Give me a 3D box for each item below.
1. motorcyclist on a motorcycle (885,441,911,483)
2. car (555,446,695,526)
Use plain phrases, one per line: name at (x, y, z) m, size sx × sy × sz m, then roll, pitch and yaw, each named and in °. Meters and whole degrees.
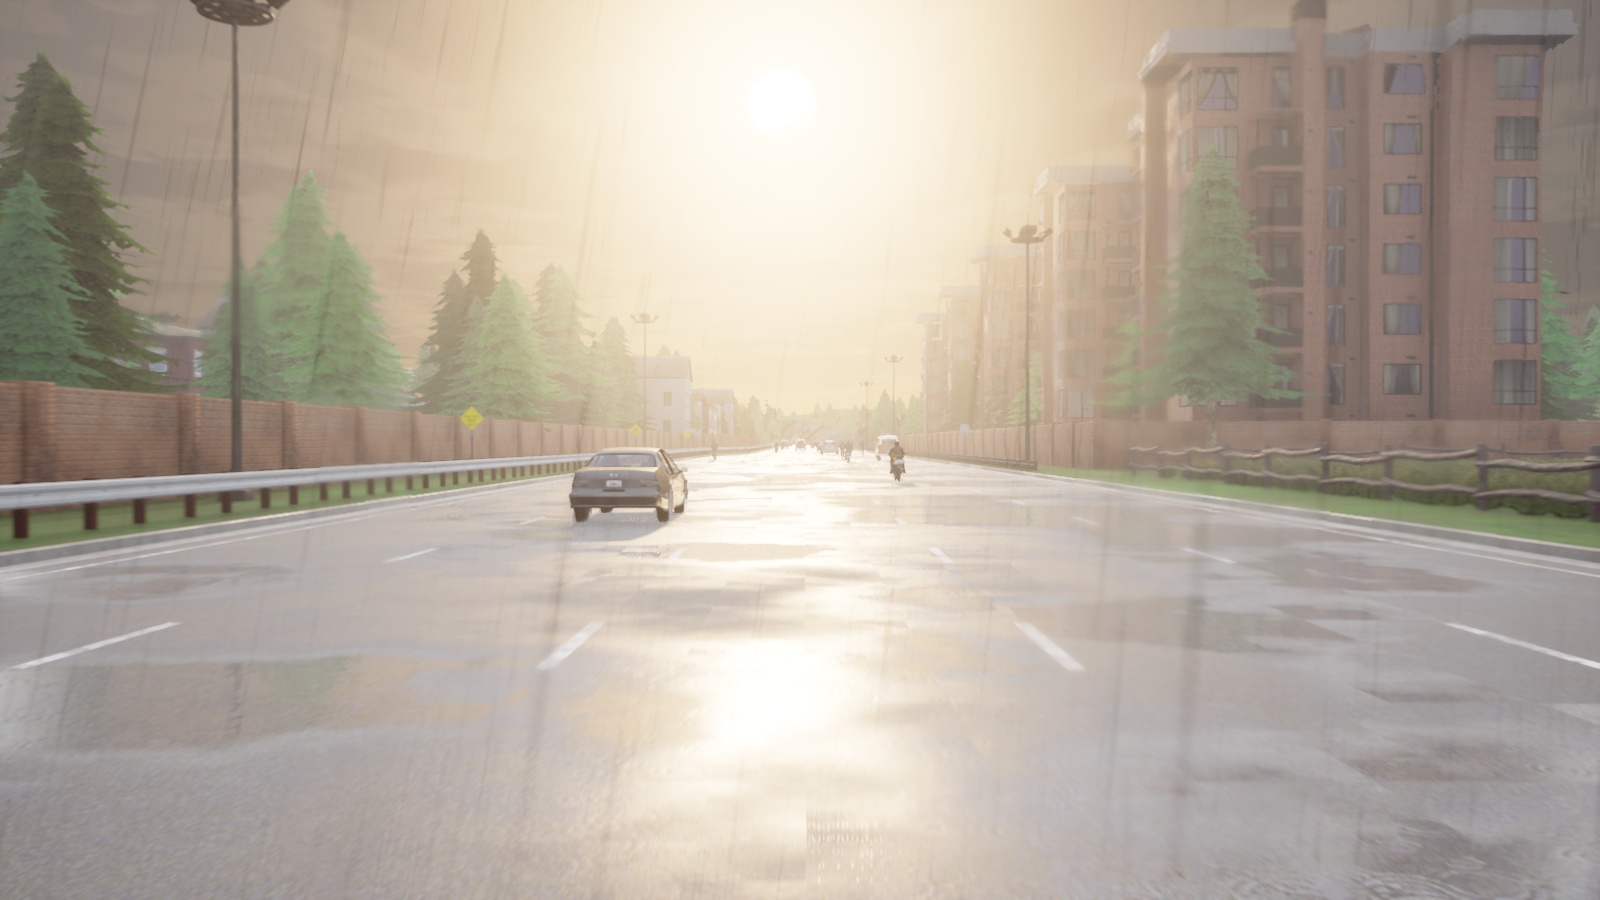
motorcyclist on a motorcycle at (3.645, 0.443, 46.970) m, size 0.797 × 1.523 × 2.044 m, roll 0°, pitch 0°, yaw 0°
car at (-3.351, 0.637, 25.074) m, size 2.033 × 1.411 × 5.357 m, roll 0°, pitch 0°, yaw 0°
